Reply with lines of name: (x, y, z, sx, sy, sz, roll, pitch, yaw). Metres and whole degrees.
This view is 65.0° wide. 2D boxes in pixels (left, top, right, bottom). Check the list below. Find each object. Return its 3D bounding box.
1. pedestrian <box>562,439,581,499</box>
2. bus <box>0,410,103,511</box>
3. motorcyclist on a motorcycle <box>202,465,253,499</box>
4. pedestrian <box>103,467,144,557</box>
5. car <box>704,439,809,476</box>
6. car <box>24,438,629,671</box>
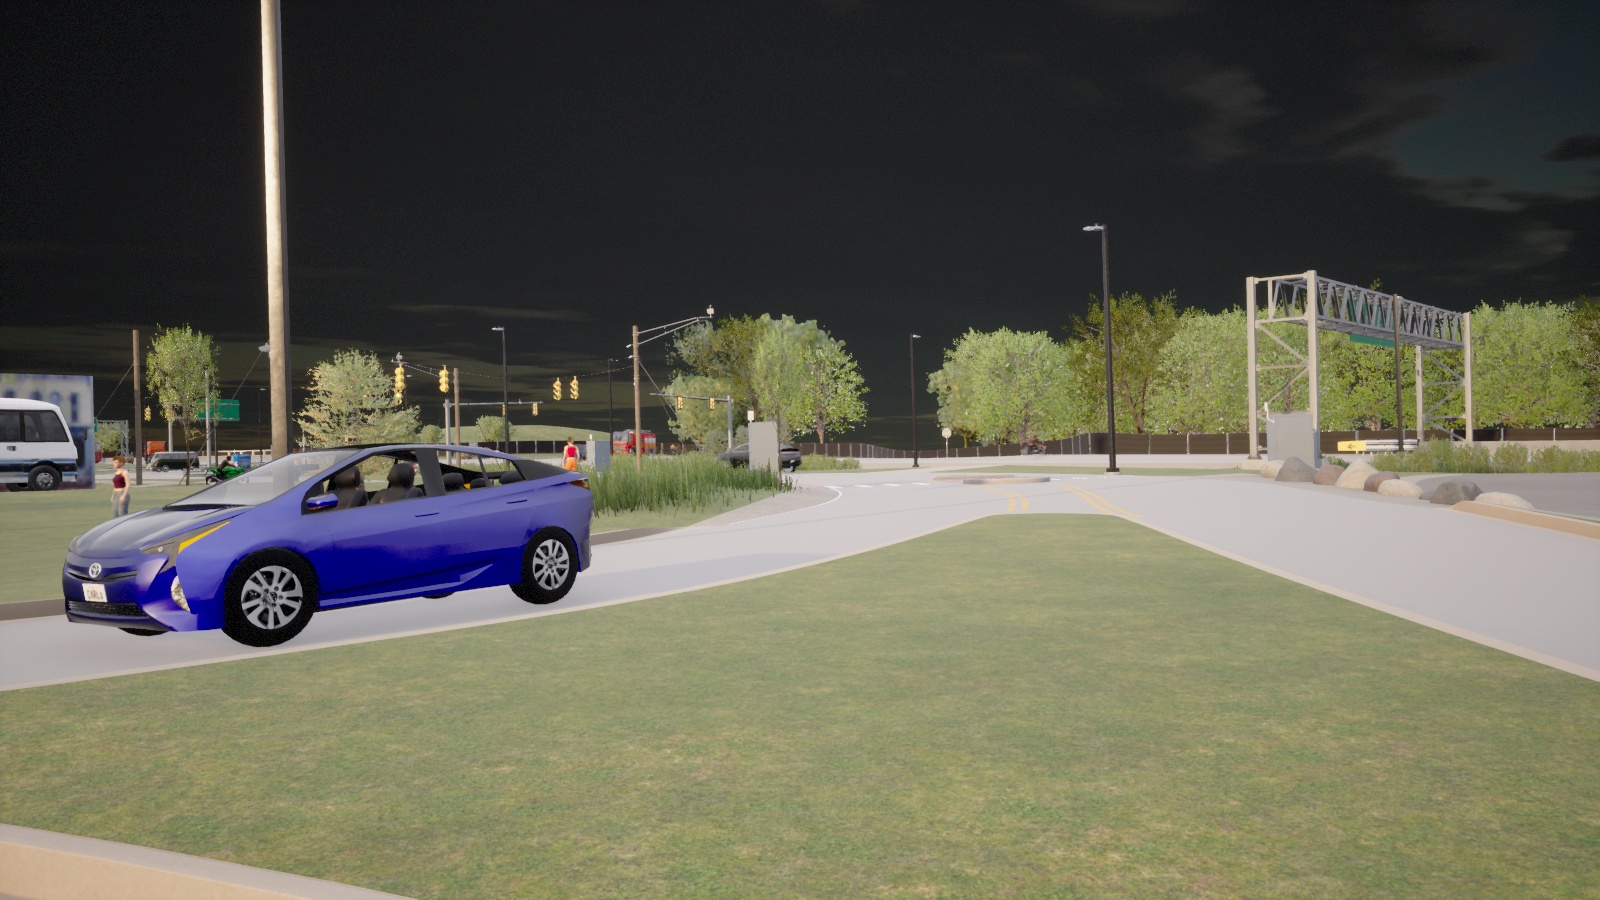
pedestrian: (-7.076, 0.581, 38.827, 0.345, 1.836, 0.594, -3, -1, -26)
bus: (-35.869, 0.543, 53.157, 3.944, 4.253, 10.273, -4, -1, 41)
motorcyclist on a motorcycle: (-27.927, 1.544, 61.276, 2.044, 1.523, 0.797, -4, 0, -36)
pedestrian: (-14.122, 1.286, 26.218, 0.345, 1.836, 0.594, -4, -1, 39)
car: (-2.056, 0.364, 58.370, 2.128, 1.511, 4.902, -2, 0, -43)
car: (-3.809, 0.737, 10.917, 2.007, 1.525, 4.514, -3, -1, 35)
